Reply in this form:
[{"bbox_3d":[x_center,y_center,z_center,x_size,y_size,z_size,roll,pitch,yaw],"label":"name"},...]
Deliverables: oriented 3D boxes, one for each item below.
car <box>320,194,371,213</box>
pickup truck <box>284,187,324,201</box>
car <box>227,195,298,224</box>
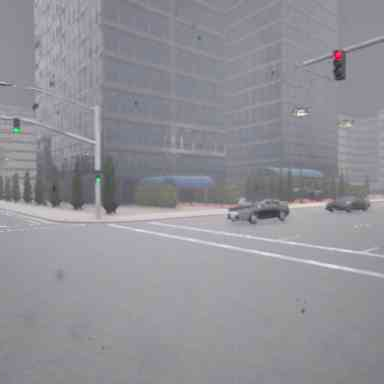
[{"bbox_3d":[13.889,1.055,29.437,5.357,1.411,2.033,-1,1,-40],"label":"car"},{"bbox_3d":[15.691,0.321,47.746,6.274,2.098,2.390,-1,1,-9],"label":"pickup truck"},{"bbox_3d":[4.351,1.177,21.614,4.902,1.511,2.128,-1,1,-39],"label":"car"}]
